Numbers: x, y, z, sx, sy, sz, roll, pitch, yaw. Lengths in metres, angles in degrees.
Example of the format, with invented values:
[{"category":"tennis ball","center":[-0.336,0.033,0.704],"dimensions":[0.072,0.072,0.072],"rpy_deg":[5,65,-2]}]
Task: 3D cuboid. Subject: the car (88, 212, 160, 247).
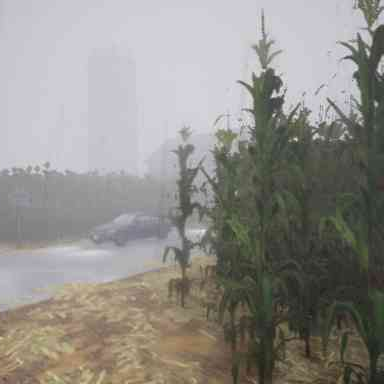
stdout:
[{"category":"car","center":[-2.962,1.774,16.763],"dimensions":[1.812,1.442,4.674],"rpy_deg":[-1,-1,36]}]
